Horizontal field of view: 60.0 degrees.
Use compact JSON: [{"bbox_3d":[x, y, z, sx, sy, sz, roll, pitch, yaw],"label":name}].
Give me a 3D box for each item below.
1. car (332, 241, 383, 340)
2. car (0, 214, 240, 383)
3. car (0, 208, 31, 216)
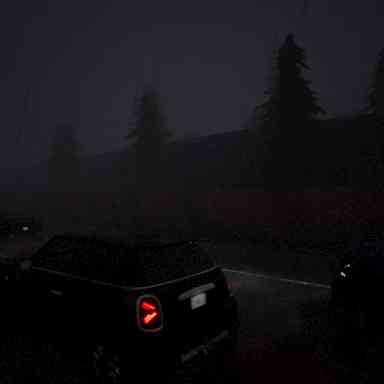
[{"bbox_3d":[5.039,1.229,4.753,5.566,2.045,2.150,-1,-1,35],"label":"car"},{"bbox_3d":[-1.578,1.389,5.476,4.553,1.767,2.097,0,0,39],"label":"car"},{"bbox_3d":[-9.705,1.611,17.524,5.008,1.535,1.882,-1,0,44],"label":"car"}]
